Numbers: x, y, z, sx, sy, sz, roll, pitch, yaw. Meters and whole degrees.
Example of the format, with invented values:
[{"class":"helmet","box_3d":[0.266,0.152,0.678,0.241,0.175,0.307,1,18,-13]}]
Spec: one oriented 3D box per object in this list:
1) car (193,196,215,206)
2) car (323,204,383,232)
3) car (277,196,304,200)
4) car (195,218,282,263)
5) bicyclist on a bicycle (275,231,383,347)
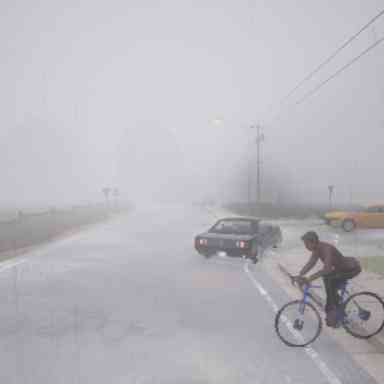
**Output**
[{"class":"car","box_3d":[1.835,1.418,52.509,1.812,1.442,4.674,0,0,33]},{"class":"car","box_3d":[10.241,1.451,19.342,5.008,1.535,1.882,0,0,-2]},{"class":"car","box_3d":[17.738,1.394,59.514,5.008,1.535,1.882,0,0,-3]},{"class":"car","box_3d":[1.910,1.583,12.088,1.895,1.301,4.718,0,0,26]},{"class":"bicyclist on a bicycle","box_3d":[1.943,1.370,4.774,1.656,1.620,0.582,-7,0,-1]}]
